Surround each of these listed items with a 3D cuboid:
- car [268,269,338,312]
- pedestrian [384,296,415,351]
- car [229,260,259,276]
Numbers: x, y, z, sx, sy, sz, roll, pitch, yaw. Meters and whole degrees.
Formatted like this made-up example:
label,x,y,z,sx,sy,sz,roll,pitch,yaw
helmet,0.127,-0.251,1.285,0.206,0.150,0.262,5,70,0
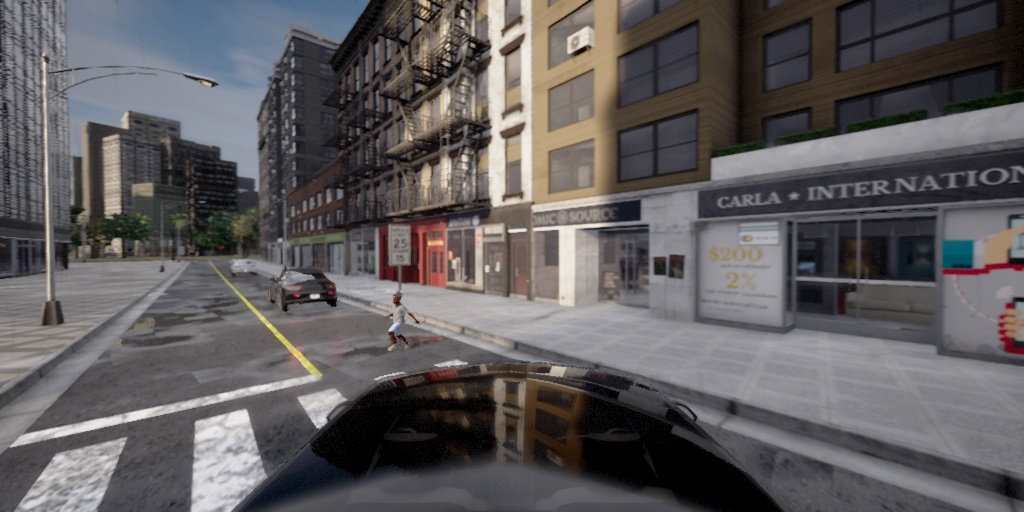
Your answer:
label,x,y,z,sx,sy,sz,roll,pitch,yaw
car,-8.288,1.220,14.135,1.812,1.442,4.674,-1,1,-40
pedestrian,-2.296,1.009,7.316,0.375,1.860,0.375,-2,2,-41
car,-25.739,1.121,34.365,1.812,1.442,4.674,-1,1,-41
